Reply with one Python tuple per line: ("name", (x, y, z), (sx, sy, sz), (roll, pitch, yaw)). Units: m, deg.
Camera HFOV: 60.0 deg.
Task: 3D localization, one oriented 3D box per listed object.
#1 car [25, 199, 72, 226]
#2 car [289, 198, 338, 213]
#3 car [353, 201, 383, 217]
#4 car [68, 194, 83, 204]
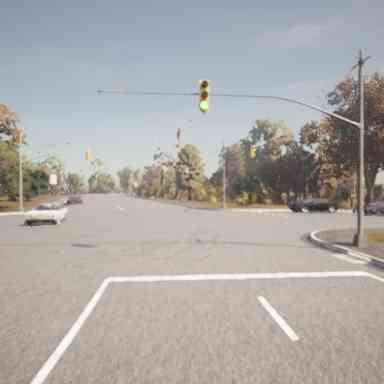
("car", (-9.599, 1.428, 22.242), (1.895, 1.301, 4.718), (0, 1, -12))
("car", (12.149, 1.305, 33.245), (5.008, 1.535, 1.882), (1, 1, -15))
("car", (17.942, 1.555, 31.190), (5.357, 1.411, 2.033), (2, 0, -15))
("car", (-16.553, 1.031, 47.198), (1.994, 1.385, 4.181), (0, 1, -18))
